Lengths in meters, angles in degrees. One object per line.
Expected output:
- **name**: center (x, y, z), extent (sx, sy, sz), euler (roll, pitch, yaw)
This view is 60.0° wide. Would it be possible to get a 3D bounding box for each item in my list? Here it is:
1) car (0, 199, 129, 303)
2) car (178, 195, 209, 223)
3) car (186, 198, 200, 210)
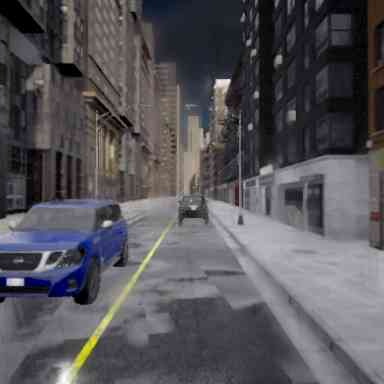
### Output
- **car**: center (-3.064, 1.225, 8.525), extent (2.150, 2.045, 5.566), euler (0, 0, 0)
- **car**: center (0.114, 1.228, 25.329), extent (2.150, 2.045, 5.566), euler (0, 0, 0)
- **car**: center (0.122, 1.553, 43.432), extent (1.812, 1.442, 4.674), euler (0, 0, 0)
